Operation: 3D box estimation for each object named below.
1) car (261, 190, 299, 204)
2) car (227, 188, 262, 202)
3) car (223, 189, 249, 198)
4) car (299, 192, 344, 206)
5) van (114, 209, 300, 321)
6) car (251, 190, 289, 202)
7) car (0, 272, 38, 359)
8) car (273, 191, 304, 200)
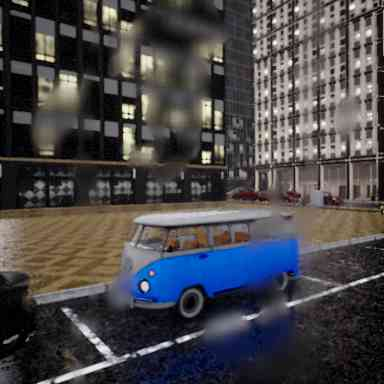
[{"bbox_3d":[10.827,0.719,40.111,1.802,1.307,4.206,0,1,-36],"label":"car"},{"bbox_3d":[7.582,0.345,44.637,2.192,1.841,5.009,0,1,-36],"label":"car"},{"bbox_3d":[7.752,0.224,58.774,1.752,1.417,4.829,0,1,-36],"label":"car"},{"bbox_3d":[14.079,0.684,35.580,1.967,1.590,4.097,0,1,-36],"label":"car"},{"bbox_3d":[0.483,1.289,6.908,3.998,1.788,1.690,-1,0,-36],"label":"van"},{"bbox_3d":[10.486,0.499,45.010,1.882,1.535,5.008,-1,2,-36],"label":"car"},{"bbox_3d":[-4.112,1.567,3.628,4.403,1.369,2.008,-1,0,-36],"label":"car"},{"bbox_3d":[14.351,0.498,49.573,1.802,1.307,4.206,0,1,-36],"label":"car"}]
